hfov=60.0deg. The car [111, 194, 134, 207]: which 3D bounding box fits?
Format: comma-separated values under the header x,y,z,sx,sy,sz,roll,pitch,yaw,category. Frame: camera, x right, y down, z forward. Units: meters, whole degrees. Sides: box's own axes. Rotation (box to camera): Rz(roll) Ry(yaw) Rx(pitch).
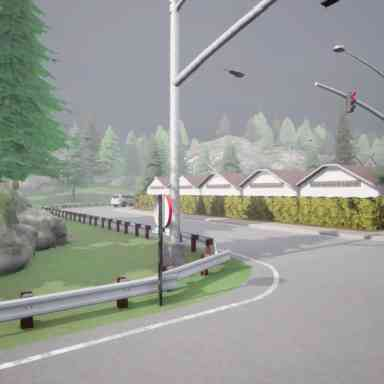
x,y,z,sx,sy,sz,roll,pitch,yaw,category
-10.518,1.398,53.859,2.150,2.045,5.566,0,0,36,car
